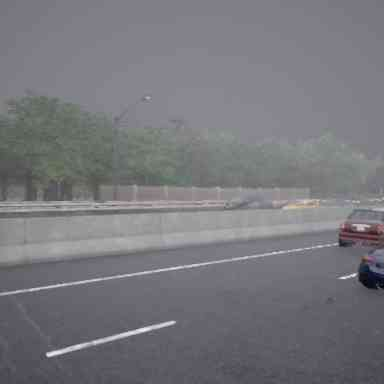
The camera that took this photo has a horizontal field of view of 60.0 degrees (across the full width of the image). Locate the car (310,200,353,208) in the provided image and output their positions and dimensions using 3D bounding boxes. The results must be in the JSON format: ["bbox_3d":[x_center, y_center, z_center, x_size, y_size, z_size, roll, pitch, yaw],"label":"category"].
[{"bbox_3d":[13.430,1.534,30.744,4.553,1.767,2.097,0,0,-35],"label":"car"}]

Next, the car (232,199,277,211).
[{"bbox_3d":[7.136,1.716,34.868,5.357,1.411,2.033,0,0,-35],"label":"car"}]

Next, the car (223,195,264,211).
[{"bbox_3d":[6.143,1.400,38.442,5.566,2.045,2.150,1,-1,-35],"label":"car"}]

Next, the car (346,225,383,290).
[{"bbox_3d":[5.905,1.628,8.083,4.181,1.385,1.994,0,0,-36],"label":"car"}]

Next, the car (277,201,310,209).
[{"bbox_3d":[11.200,1.660,33.453,5.008,1.535,1.882,1,0,-35],"label":"car"}]

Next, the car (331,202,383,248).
[{"bbox_3d":[8.226,1.452,14.038,4.553,1.767,2.097,0,0,-36],"label":"car"}]
